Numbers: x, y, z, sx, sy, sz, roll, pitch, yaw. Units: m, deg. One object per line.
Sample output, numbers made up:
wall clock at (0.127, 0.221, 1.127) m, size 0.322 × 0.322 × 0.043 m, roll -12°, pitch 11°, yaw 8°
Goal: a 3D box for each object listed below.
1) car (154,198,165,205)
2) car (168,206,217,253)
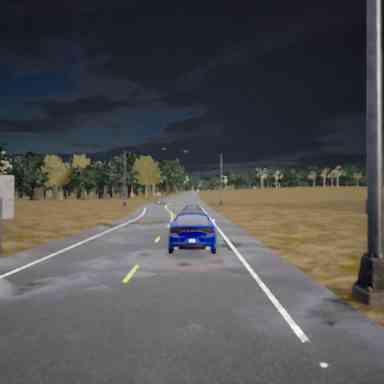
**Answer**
car at (-6.959, 2.081, 71.660) m, size 2.128 × 1.511 × 4.902 m, roll 0°, pitch 0°, yaw 0°
car at (0.015, 1.617, 14.475) m, size 1.882 × 1.535 × 5.008 m, roll 0°, pitch 0°, yaw 0°
